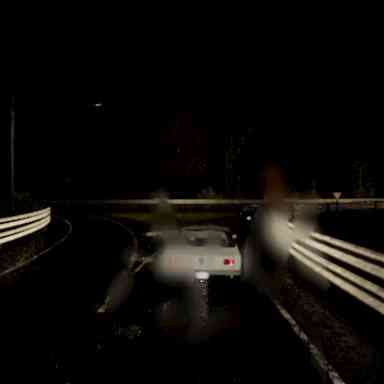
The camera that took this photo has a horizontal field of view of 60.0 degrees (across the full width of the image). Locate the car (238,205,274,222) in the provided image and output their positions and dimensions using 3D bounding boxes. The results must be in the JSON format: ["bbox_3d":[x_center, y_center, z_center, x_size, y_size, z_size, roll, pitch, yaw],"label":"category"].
[{"bbox_3d":[5.509,1.774,28.085,1.895,1.301,4.718,0,0,28],"label":"car"}]

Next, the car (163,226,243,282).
[{"bbox_3d":[0.396,1.663,9.942,1.895,1.301,4.718,0,0,4],"label":"car"}]
